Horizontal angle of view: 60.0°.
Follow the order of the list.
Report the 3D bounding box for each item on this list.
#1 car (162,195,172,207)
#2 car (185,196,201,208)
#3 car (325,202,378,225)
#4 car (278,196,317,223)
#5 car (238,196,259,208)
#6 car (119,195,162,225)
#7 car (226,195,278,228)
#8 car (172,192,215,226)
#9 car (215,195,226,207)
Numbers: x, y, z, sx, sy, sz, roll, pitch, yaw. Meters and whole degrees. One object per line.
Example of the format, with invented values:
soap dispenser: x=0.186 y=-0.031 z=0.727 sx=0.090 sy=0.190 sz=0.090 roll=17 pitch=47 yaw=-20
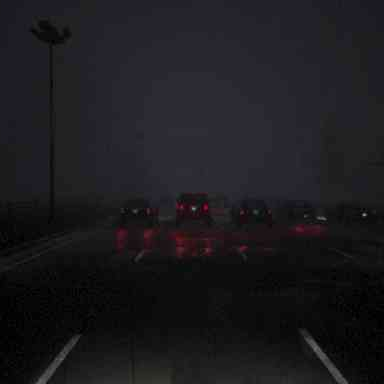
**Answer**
car: x=-3.404 y=1.082 z=43.299 sx=1.882 sy=1.535 sz=5.008 roll=0 pitch=0 yaw=0
car: x=0.099 y=1.222 z=41.492 sx=1.895 sy=1.301 sz=4.718 roll=0 pitch=1 yaw=0
car: x=10.600 y=1.359 z=22.455 sx=1.994 sy=1.385 sz=4.181 roll=0 pitch=1 yaw=0
car: x=7.099 y=1.279 z=23.200 sx=2.128 sy=1.511 sz=4.902 roll=0 pitch=0 yaw=0
car: x=7.098 y=1.180 z=42.066 sx=1.994 sy=1.385 sz=4.181 roll=0 pitch=1 yaw=0
car: x=-3.400 y=1.151 z=22.042 sx=2.097 sy=1.767 sz=4.553 roll=0 pitch=1 yaw=0
car: x=3.600 y=1.161 z=20.838 sx=2.097 sy=1.767 sz=4.553 roll=0 pitch=0 yaw=0
car: x=0.100 y=1.023 z=21.779 sx=2.150 sy=2.045 sz=5.566 roll=0 pitch=1 yaw=0
car: x=3.597 y=1.121 z=41.987 sx=1.837 sy=1.490 sz=4.892 roll=0 pitch=0 yaw=0
